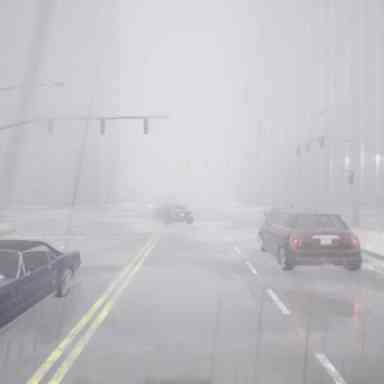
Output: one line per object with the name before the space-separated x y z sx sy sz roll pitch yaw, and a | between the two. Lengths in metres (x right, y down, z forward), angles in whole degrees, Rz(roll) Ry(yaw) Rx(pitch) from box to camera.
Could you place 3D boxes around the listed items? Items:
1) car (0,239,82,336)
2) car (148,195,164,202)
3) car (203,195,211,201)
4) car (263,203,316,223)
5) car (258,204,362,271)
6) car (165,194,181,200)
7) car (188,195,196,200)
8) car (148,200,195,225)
car | -3.579 1.591 5.761 1.895 1.301 4.718 0 0 0
car | -7.013 1.391 62.273 2.128 1.511 4.902 0 0 0
car | 3.516 1.396 78.645 1.895 1.301 4.718 0 0 0
car | 7.612 1.559 25.728 4.718 1.301 1.895 0 0 -45
car | 3.578 1.335 10.966 2.097 1.767 4.553 0 0 0
car | -3.517 1.402 62.259 1.837 1.490 4.892 0 0 1
car | 0.016 1.281 79.185 1.895 1.301 4.718 0 0 0
car | -1.397 1.509 23.619 2.033 1.411 5.357 0 0 -18
